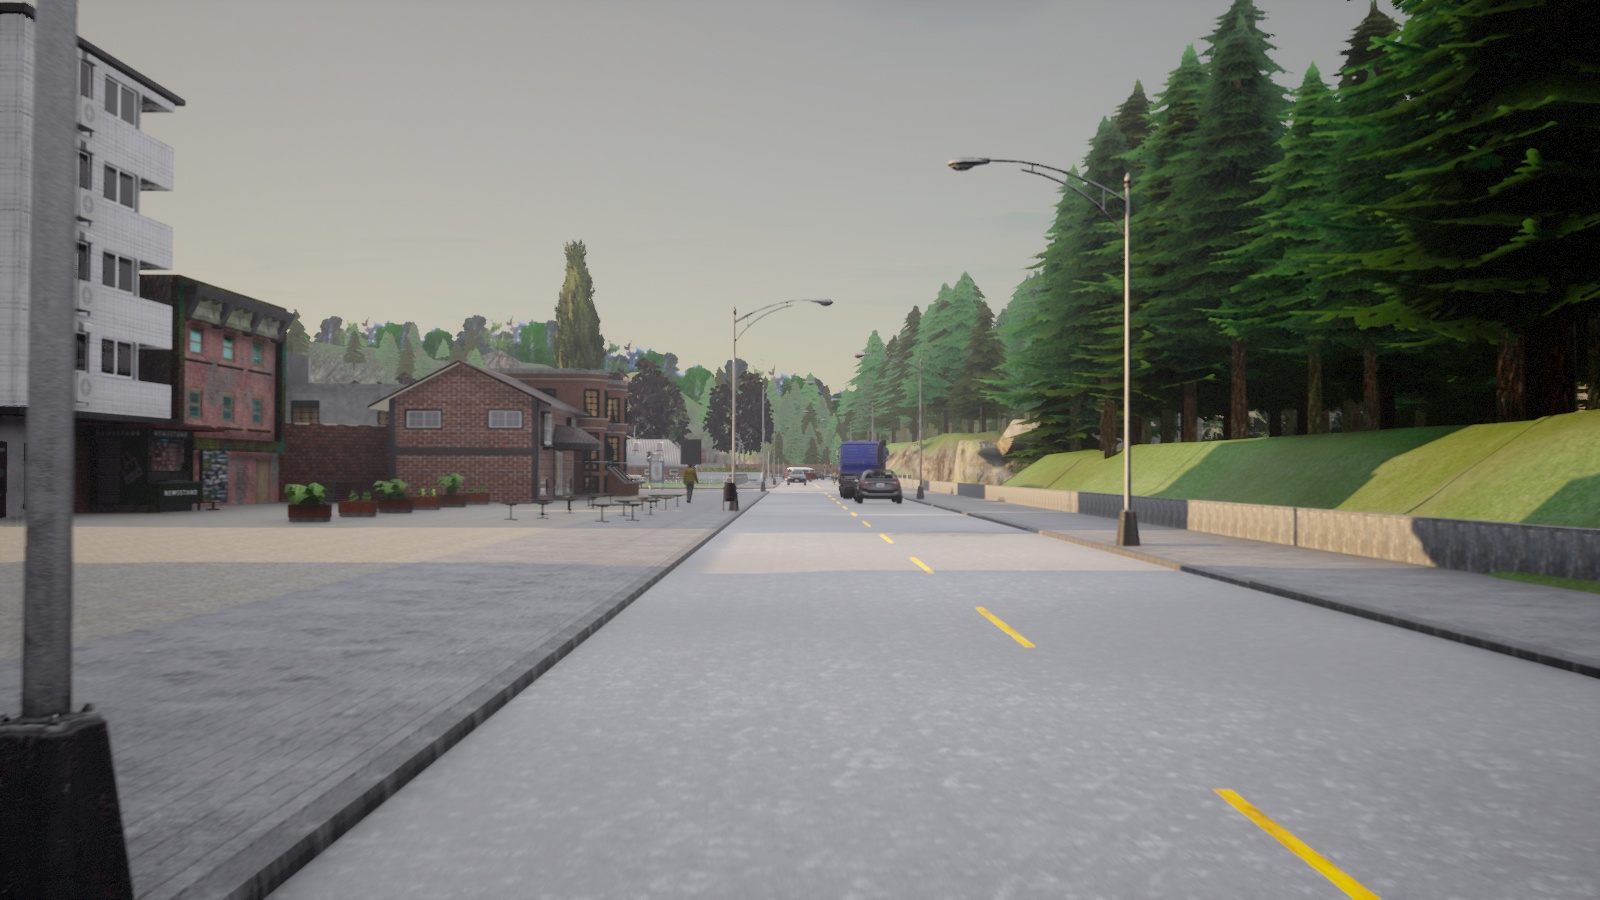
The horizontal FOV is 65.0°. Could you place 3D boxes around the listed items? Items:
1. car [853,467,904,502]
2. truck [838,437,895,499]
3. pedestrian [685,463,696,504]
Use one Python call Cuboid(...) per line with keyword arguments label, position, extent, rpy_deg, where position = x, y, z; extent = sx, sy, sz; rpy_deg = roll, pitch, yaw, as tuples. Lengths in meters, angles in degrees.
Cuboid(label="car", position=(3.856, 1.686, 62.370), extent=(2.242, 1.667, 4.611), rpy_deg=(0, -1, 0))
Cuboid(label="truck", position=(3.825, 1.056, 73.994), extent=(2.891, 3.462, 7.936), rpy_deg=(0, -1, 0))
Cuboid(label="pedestrian", position=(-4.861, 1.476, 55.697), extent=(0.370, 1.835, 0.726), rpy_deg=(0, -1, 2))
